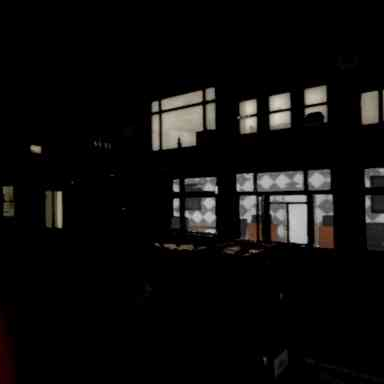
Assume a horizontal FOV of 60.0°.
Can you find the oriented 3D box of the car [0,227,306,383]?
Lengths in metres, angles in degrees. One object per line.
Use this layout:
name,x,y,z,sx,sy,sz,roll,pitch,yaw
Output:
car,-1.297,1.352,3.814,5.009,1.841,2.192,-1,-1,36
